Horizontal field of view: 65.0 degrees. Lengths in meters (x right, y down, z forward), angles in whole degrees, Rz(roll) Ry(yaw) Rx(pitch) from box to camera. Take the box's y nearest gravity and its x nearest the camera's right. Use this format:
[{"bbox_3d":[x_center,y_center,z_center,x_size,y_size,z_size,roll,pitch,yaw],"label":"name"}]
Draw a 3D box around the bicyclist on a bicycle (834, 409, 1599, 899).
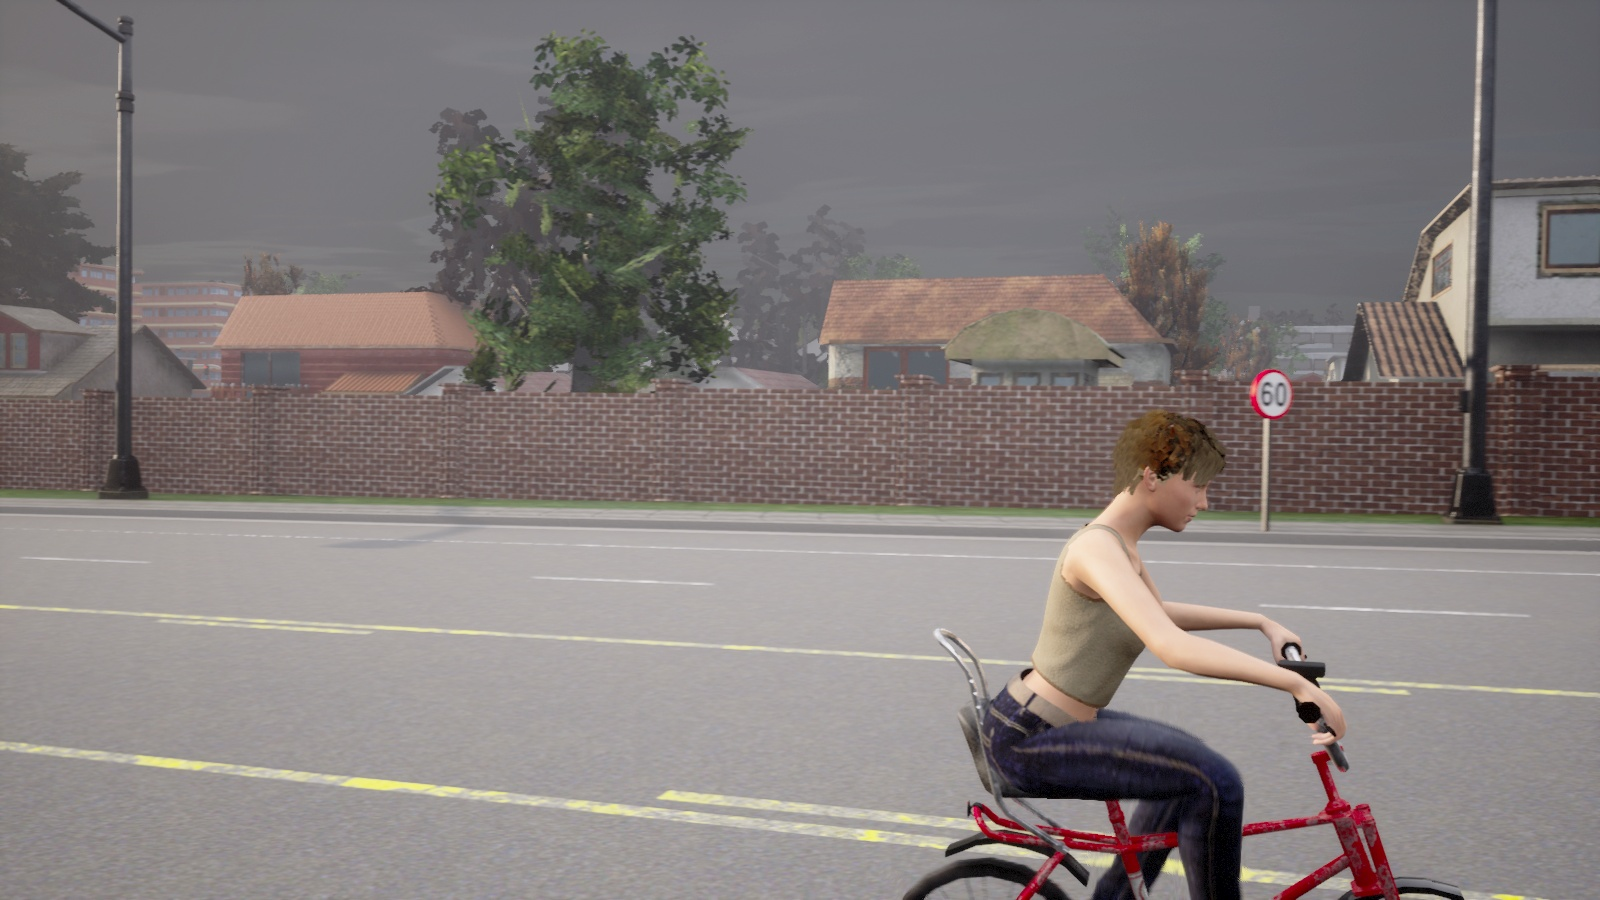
[{"bbox_3d":[0.927,0.721,2.876,1.509,1.612,0.866,1,1,18],"label":"bicyclist on a bicycle"}]
